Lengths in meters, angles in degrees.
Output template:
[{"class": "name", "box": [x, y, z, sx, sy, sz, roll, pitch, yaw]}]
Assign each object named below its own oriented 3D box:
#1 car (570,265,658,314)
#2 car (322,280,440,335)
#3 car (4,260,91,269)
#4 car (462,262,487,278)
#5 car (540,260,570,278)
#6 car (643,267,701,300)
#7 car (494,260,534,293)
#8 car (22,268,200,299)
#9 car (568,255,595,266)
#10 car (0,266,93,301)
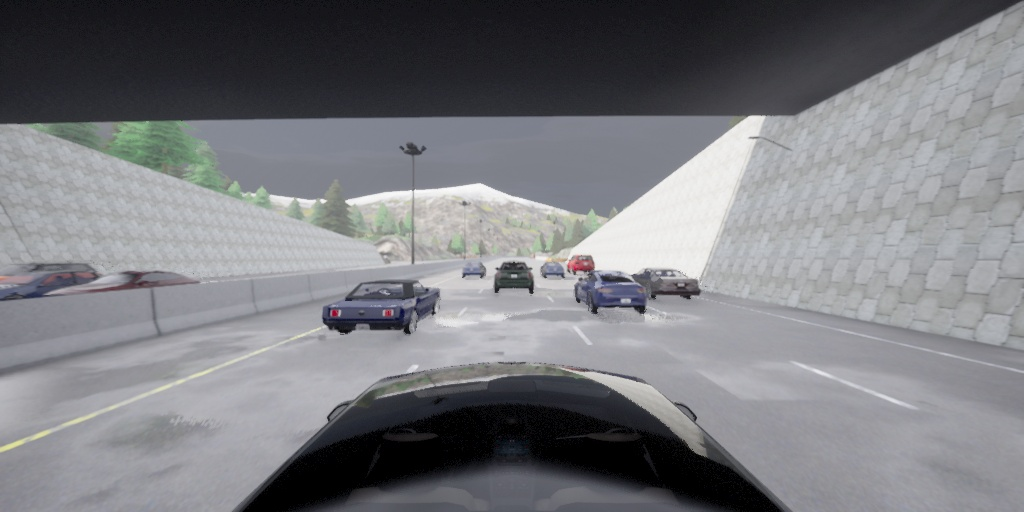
[{"class": "car", "box": [3.594, 1.250, 13.617, 1.812, 1.442, 4.674, 0, 0, 0]}, {"class": "car", "box": [-3.395, 1.331, 10.406, 1.895, 1.301, 4.718, 0, 0, 0]}, {"class": "car", "box": [-21.092, 1.070, 15.788, 2.097, 1.767, 4.553, 0, 0, 0]}, {"class": "car", "box": [-3.381, 1.229, 32.636, 2.033, 1.411, 5.357, 0, 0, 0]}, {"class": "car", "box": [3.619, 1.230, 32.636, 2.033, 1.411, 5.357, 0, 0, 0]}, {"class": "car", "box": [7.110, 1.263, 17.581, 2.033, 1.411, 5.357, 0, 0, 0]}, {"class": "car", "box": [0.112, 1.061, 20.558, 2.097, 1.767, 4.553, 0, 0, 0]}, {"class": "car", "box": [-14.093, 1.250, 13.379, 1.812, 1.442, 4.674, 0, 0, 0]}, {"class": "car", "box": [7.120, 0.894, 37.258, 2.150, 2.045, 5.566, 0, 0, 0]}, {"class": "car", "box": [-17.593, 1.270, 13.697, 2.033, 1.411, 5.357, 0, 0, 0]}]
